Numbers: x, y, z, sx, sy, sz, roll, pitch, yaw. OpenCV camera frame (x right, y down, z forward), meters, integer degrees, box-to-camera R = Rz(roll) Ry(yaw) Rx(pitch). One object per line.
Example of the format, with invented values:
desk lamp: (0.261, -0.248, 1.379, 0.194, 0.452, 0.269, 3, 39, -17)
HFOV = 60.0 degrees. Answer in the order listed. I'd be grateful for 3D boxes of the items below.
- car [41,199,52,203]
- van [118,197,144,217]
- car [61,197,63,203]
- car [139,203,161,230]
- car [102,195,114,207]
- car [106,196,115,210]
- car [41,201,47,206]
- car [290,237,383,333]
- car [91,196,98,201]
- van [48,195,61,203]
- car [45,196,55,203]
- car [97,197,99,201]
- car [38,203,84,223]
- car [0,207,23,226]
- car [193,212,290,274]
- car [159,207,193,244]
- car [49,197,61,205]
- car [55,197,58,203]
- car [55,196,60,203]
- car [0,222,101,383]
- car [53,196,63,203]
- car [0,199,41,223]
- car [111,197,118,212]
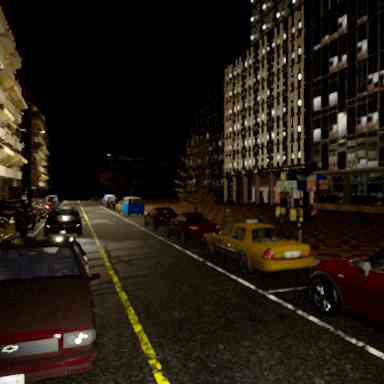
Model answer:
car: (-13.462, 1.561, 28.436, 2.008, 1.369, 4.403, 0, 0, -19)
van: (-5.563, 1.361, 31.231, 1.690, 1.788, 3.998, 0, 0, -19)
car: (-22.681, 1.624, 54.485, 1.802, 1.307, 4.206, 0, 0, -19)
car: (-1.875, 1.595, 20.811, 1.802, 1.307, 4.206, 0, 0, -19)
car: (-11.094, 1.477, 46.861, 1.967, 1.590, 4.097, 0, 0, -19)
car: (-9.250, 1.596, 41.651, 1.947, 1.339, 4.313, 0, 0, -19)
car: (-11.618, 1.557, 23.226, 2.008, 1.369, 4.403, 0, 0, -19)
car: (3.657, 1.447, 5.181, 1.967, 1.590, 4.097, 0, 0, -19)
car: (-25.844, 1.654, 88.541, 1.887, 1.381, 4.507, 0, 0, -19)
van: (-20.839, 1.375, 49.276, 1.690, 1.788, 3.998, 0, 0, -19)
car: (-15.306, 1.455, 33.645, 1.967, 1.590, 4.097, 0, 0, -19)
car: (-14.838, 1.577, 57.441, 1.752, 1.417, 4.829, 0, 0, -19)
car: (-7.105, 1.554, 18.551, 2.033, 1.411, 5.357, 0, 0, -20)
car: (-7.875, 1.526, 12.646, 1.752, 1.417, 4.829, 0, 0, -19)
car: (1.756, 1.534, 10.551, 1.752, 1.417, 4.829, 0, 0, -19)
car: (-0.031, 1.592, 15.602, 1.802, 1.307, 4.206, 0, 0, -19)
car: (-24.525, 1.632, 59.695, 1.802, 1.307, 4.206, 0, 0, -19)
car: (-17.150, 1.586, 38.855, 1.947, 1.339, 4.313, 0, 0, -19)
car: (-18.994, 1.572, 44.065, 1.887, 1.381, 4.507, 0, 0, -19)
car: (-2.733, 1.548, 5.911, 2.033, 1.411, 5.357, 0, 0, -19)
car: (-28.213, 1.633, 70.115, 1.947, 1.339, 4.313, 0, 0, -19)
car: (-9.776, 1.318, 18.015, 2.192, 1.841, 5.009, 0, 0, -19)
car: (-7.462, 1.550, 36.601, 1.752, 1.417, 4.829, 0, 0, -19)
